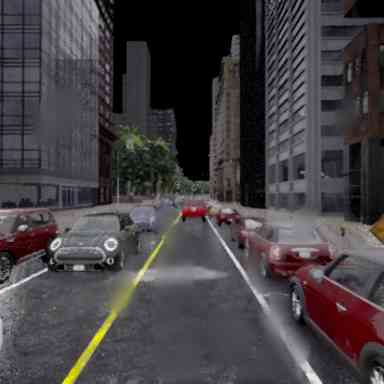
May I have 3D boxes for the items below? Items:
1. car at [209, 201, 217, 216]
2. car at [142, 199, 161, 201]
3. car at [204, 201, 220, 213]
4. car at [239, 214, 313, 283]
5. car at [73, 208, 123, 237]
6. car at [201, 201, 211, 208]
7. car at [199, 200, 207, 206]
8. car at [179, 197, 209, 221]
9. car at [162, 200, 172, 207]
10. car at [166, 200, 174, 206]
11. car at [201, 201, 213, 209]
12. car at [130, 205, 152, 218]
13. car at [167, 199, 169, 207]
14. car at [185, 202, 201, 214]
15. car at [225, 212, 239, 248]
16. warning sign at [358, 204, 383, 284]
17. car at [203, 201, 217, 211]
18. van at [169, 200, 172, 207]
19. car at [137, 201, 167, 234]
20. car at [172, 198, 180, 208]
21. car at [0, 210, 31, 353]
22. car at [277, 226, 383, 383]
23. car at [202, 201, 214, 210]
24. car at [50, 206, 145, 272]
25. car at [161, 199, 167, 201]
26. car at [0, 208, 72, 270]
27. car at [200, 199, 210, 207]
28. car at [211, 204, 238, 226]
[{"bbox_3d":[2.829,2.058,37.405,1.752,1.417,4.829,0,-1,0],"label":"car"},{"bbox_3d":[-5.686,1.920,42.688,2.192,1.841,5.009,0,-1,0],"label":"car"},{"bbox_3d":[2.850,2.129,48.084,1.967,1.590,4.097,0,-1,0],"label":"car"},{"bbox_3d":[2.777,1.585,10.114,1.967,1.590,4.097,0,-1,0],"label":"car"},{"bbox_3d":[-5.728,1.816,20.814,1.752,1.417,4.829,0,-1,0],"label":"car"},{"bbox_3d":[2.893,2.540,69.951,1.752,1.417,4.829,0,-1,0],"label":"car"},{"bbox_3d":[2.924,2.817,86.054,1.947,1.339,4.313,0,-1,0],"label":"car"},{"bbox_3d":[0.159,1.676,31.906,2.150,2.045,5.566,0,-1,0],"label":"car"},{"bbox_3d":[-5.623,2.528,75.239,1.967,1.590,4.097,0,-1,0],"label":"car"},{"bbox_3d":[-5.601,2.829,86.089,1.802,1.307,4.206,0,-1,0],"label":"car"},{"bbox_3d":[2.882,2.482,64.356,2.008,1.369,4.403,0,-1,0],"label":"car"},{"bbox_3d":[-5.696,2.108,37.259,1.802,1.307,4.206,0,-1,0],"label":"car"},{"bbox_3d":[-5.654,2.390,58.961,1.887,1.381,4.507,0,-1,0],"label":"car"},{"bbox_3d":[0.139,2.160,46.816,2.128,1.511,4.902,0,-1,1],"label":"car"},{"bbox_3d":[2.787,1.803,15.536,1.802,1.307,4.206,0,-1,0],"label":"car"},{"bbox_3d":[5.084,1.237,8.359,1.300,1.860,1.060,0,-1,0],"label":"warning sign"},{"bbox_3d":[2.860,2.209,53.509,1.967,1.590,4.097,0,-1,0],"label":"car"},{"bbox_3d":[-5.634,2.348,69.815,1.690,1.788,3.998,0,-1,0],"label":"van"},{"bbox_3d":[-3.046,1.654,21.543,2.097,1.767,4.553,0,-1,1],"label":"car"},{"bbox_3d":[-2.865,2.223,70.645,2.150,2.045,5.566,0,-1,0],"label":"car"},{"bbox_3d":[-3.101,1.240,1.308,2.150,2.045,5.566,0,-1,0],"label":"car"},{"bbox_3d":[2.766,1.509,4.689,1.967,1.590,4.097,0,-1,0],"label":"car"},{"bbox_3d":[2.870,2.395,58.932,1.887,1.381,4.507,0,-1,0],"label":"car"},{"bbox_3d":[-3.077,1.511,11.342,2.097,1.767,4.553,0,-1,0],"label":"car"},{"bbox_3d":[-5.666,2.079,53.539,2.192,1.841,5.009,0,-1,0],"label":"car"},{"bbox_3d":[-5.749,1.455,10.136,2.192,1.841,5.009,0,-1,0],"label":"car"},{"bbox_3d":[2.902,2.407,75.209,2.192,1.841,5.009,0,-1,0],"label":"car"},{"bbox_3d":[2.808,1.919,26.385,1.887,1.381,4.507,0,-1,0],"label":"car"}]
